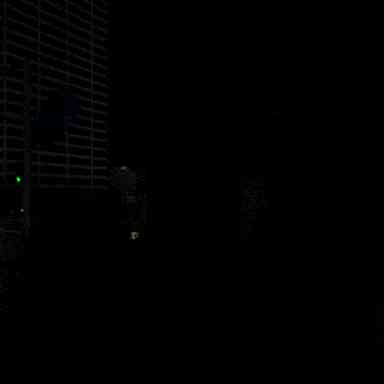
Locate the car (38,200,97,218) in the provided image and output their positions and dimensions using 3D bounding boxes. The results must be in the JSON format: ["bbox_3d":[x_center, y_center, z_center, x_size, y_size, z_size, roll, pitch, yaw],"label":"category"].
[{"bbox_3d":[-11.142,1.478,30.767,1.882,1.535,5.008,0,0,35],"label":"car"}]

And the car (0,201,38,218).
[{"bbox_3d":[-15.514,1.547,30.647,2.033,1.411,5.357,0,0,35],"label":"car"}]
